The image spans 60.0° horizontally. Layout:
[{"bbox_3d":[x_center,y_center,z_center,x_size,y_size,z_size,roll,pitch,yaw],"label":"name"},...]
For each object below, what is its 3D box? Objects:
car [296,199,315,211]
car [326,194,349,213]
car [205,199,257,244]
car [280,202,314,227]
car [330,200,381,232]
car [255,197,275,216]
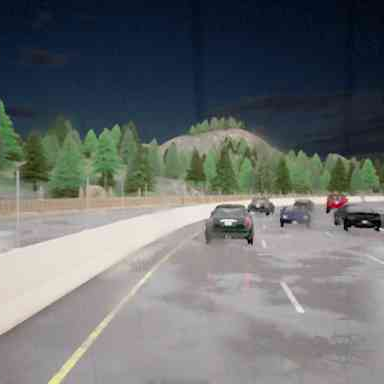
[{"bbox_3d":[13.036,1.522,38.508,1.882,1.535,5.008,0,-1,26],"label":"car"},{"bbox_3d":[16.210,1.263,37.061,2.150,2.045,5.566,0,0,25],"label":"car"},{"bbox_3d":[1.929,1.370,16.143,2.097,1.767,4.553,0,0,10],"label":"car"},{"bbox_3d":[7.086,1.627,23.027,1.895,1.301,4.718,0,0,15],"label":"car"},{"bbox_3d":[10.149,1.502,20.734,1.882,1.535,5.008,0,0,14],"label":"car"},{"bbox_3d":[7.148,1.392,33.878,2.097,1.767,4.553,0,0,22],"label":"car"}]
